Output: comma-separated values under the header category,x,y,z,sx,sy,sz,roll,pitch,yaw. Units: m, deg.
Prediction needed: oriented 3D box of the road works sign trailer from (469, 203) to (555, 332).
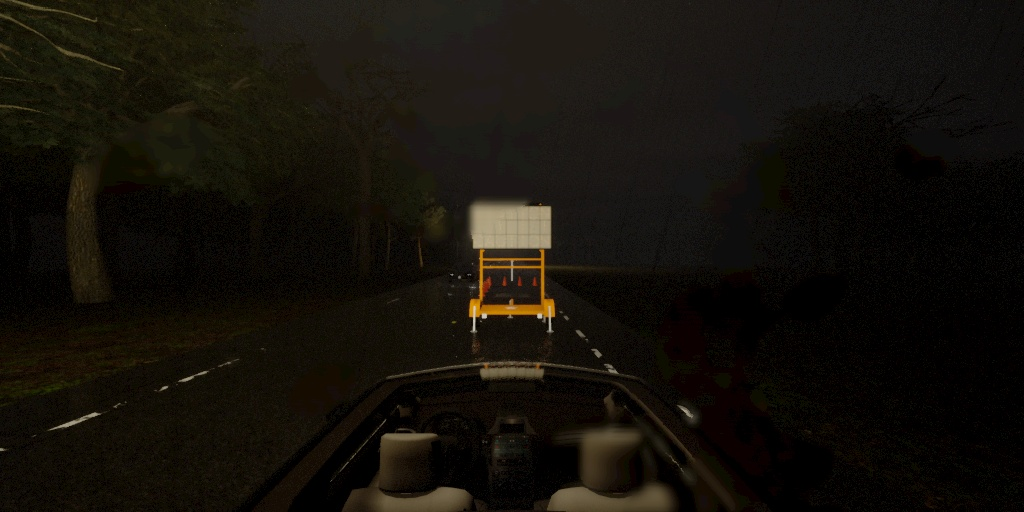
category,x,y,z,sx,sy,sz,roll,pitch,yaw
road works sign trailer,0.002,0.210,10.804,2.380,3.560,2.880,0,0,0

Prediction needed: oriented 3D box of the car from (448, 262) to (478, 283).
category,x,y,z,sx,sy,sz,roll,pitch,yaw
car,-3.594,1.202,26.994,1.837,1.490,4.892,0,0,0
